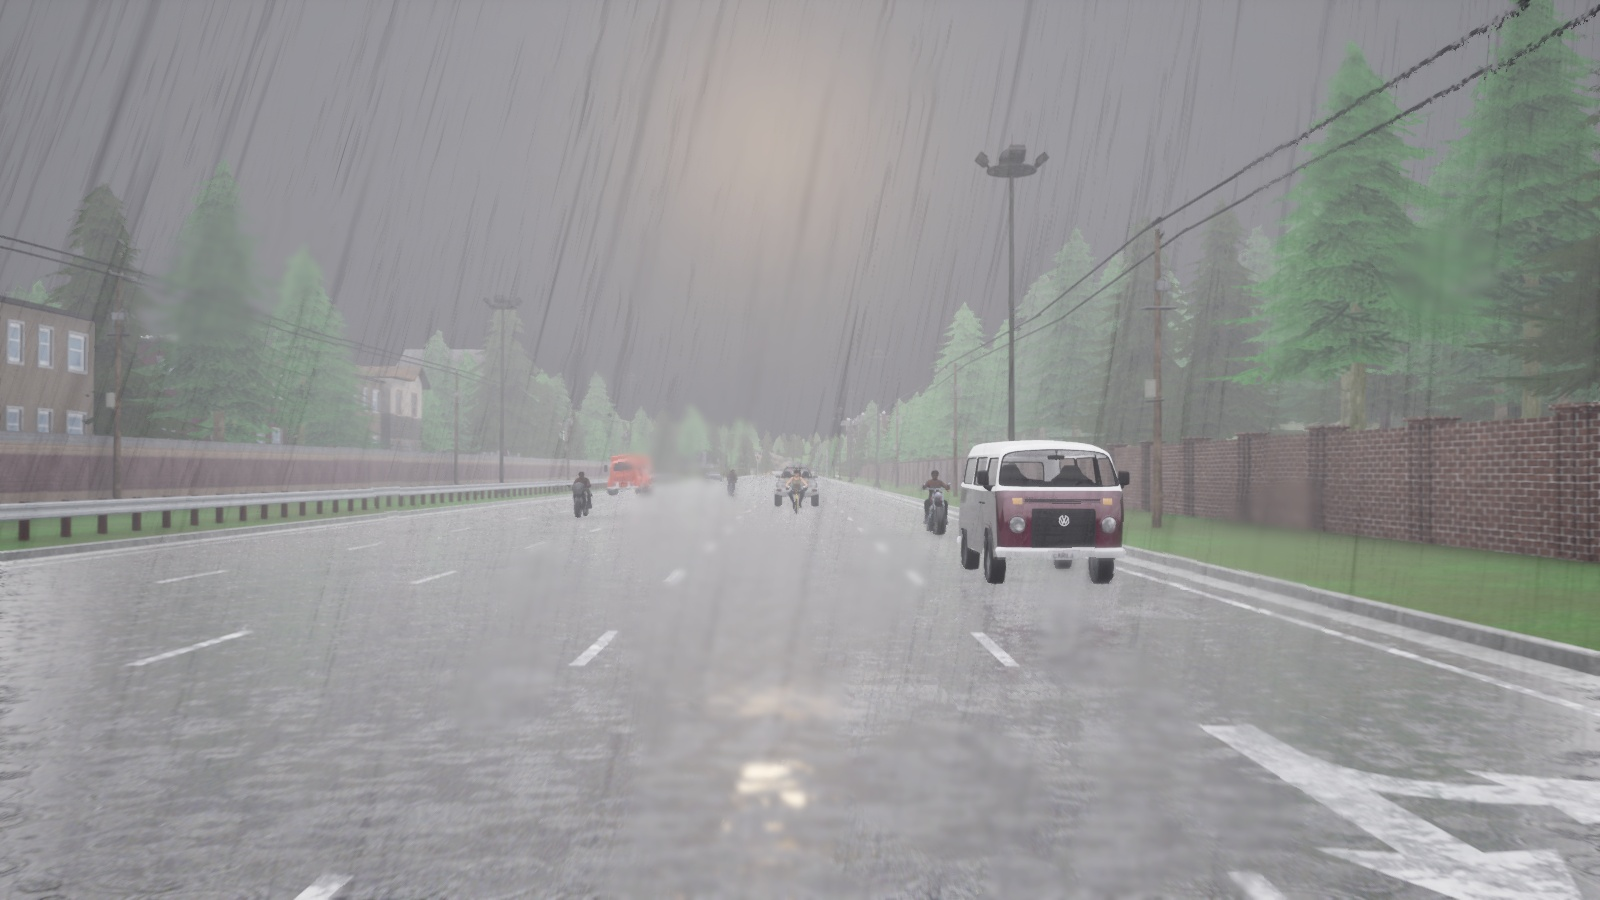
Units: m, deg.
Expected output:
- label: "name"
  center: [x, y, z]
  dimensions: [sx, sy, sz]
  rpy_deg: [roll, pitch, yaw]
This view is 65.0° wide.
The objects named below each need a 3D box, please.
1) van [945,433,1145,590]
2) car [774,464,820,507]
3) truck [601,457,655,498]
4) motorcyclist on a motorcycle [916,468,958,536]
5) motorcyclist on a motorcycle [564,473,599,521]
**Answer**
- label: "van"
  center: [3.454, 0.836, 18.636]
  dimensions: [2.069, 2.038, 4.480]
  rpy_deg: [0, -1, 0]
- label: "car"
  center: [-0.135, 1.570, 55.972]
  dimensions: [1.932, 1.855, 4.605]
  rpy_deg: [0, -1, 0]
- label: "truck"
  center: [-10.690, 1.684, 78.473]
  dimensions: [2.627, 2.467, 5.204]
  rpy_deg: [0, -1, 0]
- label: "motorcyclist on a motorcycle"
  center: [3.424, 1.279, 31.554]
  dimensions: [0.766, 1.649, 2.350]
  rpy_deg: [0, -1, 0]
- label: "motorcyclist on a motorcycle"
  center: [-7.099, 1.511, 40.943]
  dimensions: [0.797, 1.523, 2.044]
  rpy_deg: [0, -1, 0]
